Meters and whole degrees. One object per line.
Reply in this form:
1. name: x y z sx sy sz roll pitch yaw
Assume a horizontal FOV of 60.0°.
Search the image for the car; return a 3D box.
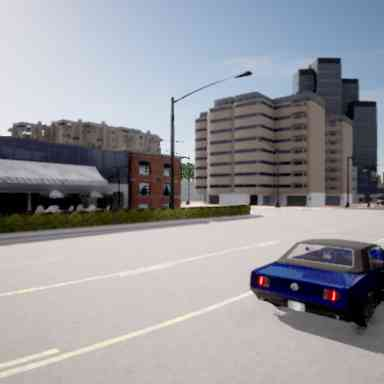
1. car: 3.305 1.684 7.300 1.895 1.301 4.718 0 -1 43
